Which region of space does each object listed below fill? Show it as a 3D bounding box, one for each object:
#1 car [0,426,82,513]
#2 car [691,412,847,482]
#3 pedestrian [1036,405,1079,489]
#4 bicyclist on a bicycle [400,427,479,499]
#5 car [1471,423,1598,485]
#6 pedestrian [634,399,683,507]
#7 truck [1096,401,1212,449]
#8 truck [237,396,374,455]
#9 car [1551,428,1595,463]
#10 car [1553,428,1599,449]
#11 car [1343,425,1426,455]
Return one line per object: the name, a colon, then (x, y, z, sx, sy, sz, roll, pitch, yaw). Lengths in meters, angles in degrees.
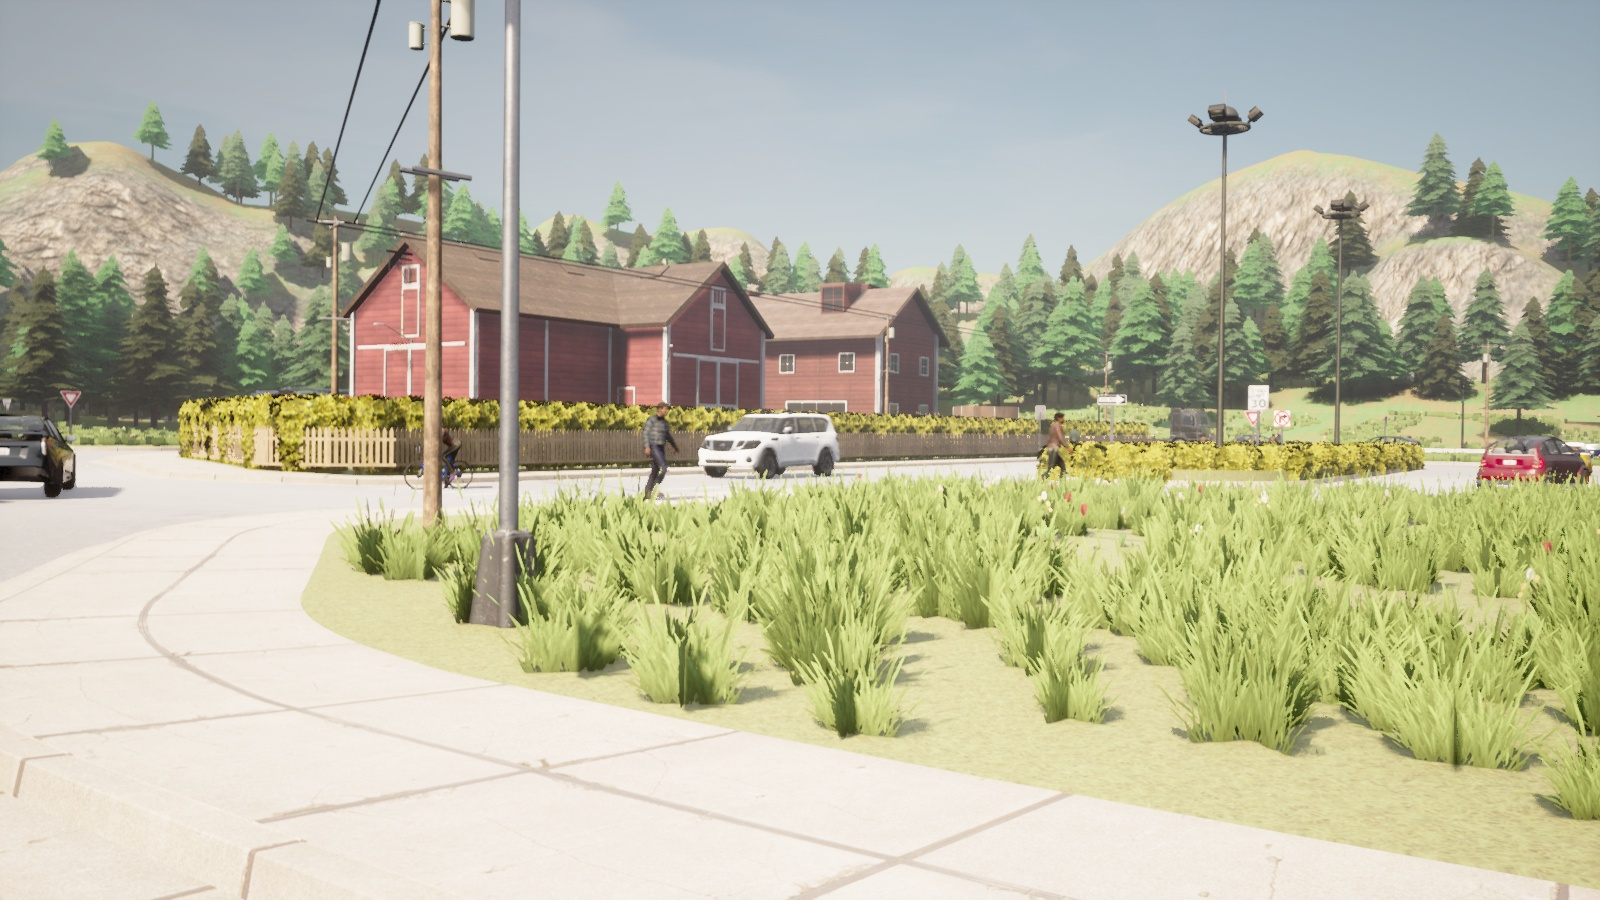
car: (-15.119, 0.318, 24.150, 2.007, 1.525, 4.514, -1, 1, -26)
car: (-0.864, -0.149, 39.598, 2.150, 2.045, 5.566, 0, 1, 33)
pedestrian: (5.590, -0.067, 27.260, 0.869, 1.805, 0.328, 0, 1, 3)
bicyclist on a bicycle: (-8.432, 0.291, 29.385, 1.656, 1.620, 0.582, -1, 1, -36)
car: (19.610, 0.067, 33.483, 3.705, 1.549, 1.789, -1, 2, -41)
pedestrian: (-2.602, 0.051, 23.149, 0.788, 1.949, 0.423, 0, 1, 30)
truck: (26.603, -1.872, 94.522, 7.936, 3.462, 2.891, 0, 1, 33)
truck: (-33.562, -1.656, 85.606, 2.891, 3.827, 8.468, 0, 1, 34)
car: (31.732, -0.213, 51.558, 1.481, 1.376, 2.207, 0, 1, 33)
car: (50.155, -0.710, 79.009, 4.718, 1.301, 1.895, 0, 1, 34)
car: (31.637, -0.541, 68.007, 1.789, 1.549, 3.705, -1, 1, -43)
